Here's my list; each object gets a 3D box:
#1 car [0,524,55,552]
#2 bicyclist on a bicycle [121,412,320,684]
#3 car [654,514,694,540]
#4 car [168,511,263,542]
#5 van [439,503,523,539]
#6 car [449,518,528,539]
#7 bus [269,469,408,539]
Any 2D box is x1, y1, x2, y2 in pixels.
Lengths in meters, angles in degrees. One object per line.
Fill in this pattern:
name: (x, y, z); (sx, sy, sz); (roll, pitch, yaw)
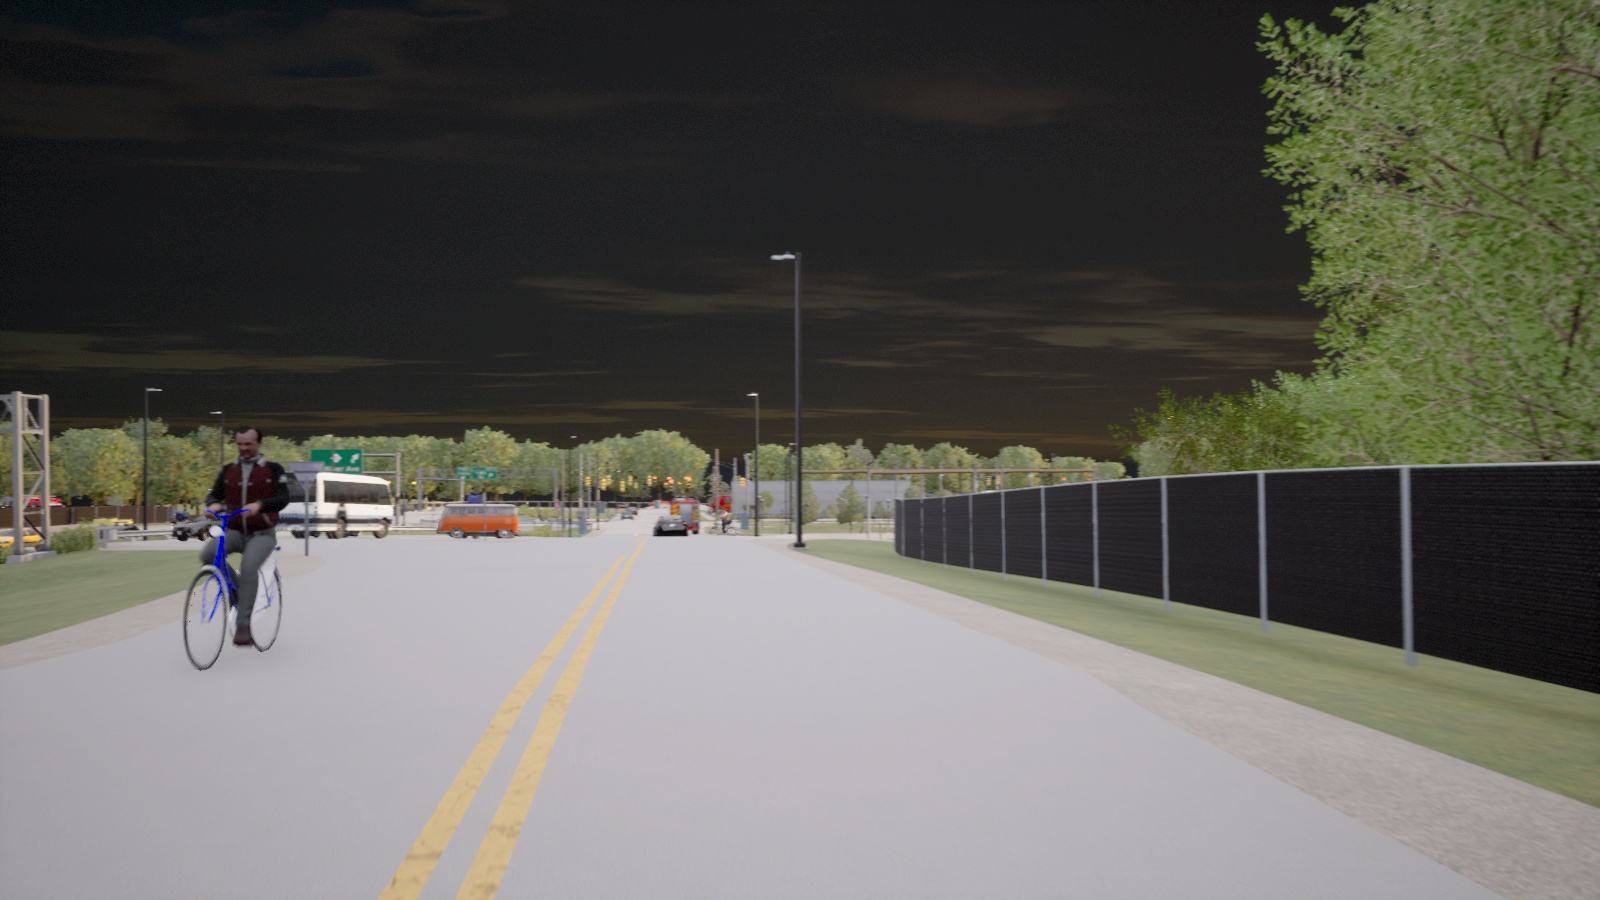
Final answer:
car: (-48.125, 5.393, 77.268); (1.801, 1.575, 5.366); (0, -2, -6)
bicyclist on a bicycle: (-4.159, 0.681, 9.176); (0.659, 1.776, 1.843); (0, -3, -3)
car: (-7.857, 4.802, 77.957); (2.163, 1.488, 4.792); (0, -5, -10)
car: (-29.668, 3.862, 63.910); (1.816, 1.474, 4.193); (-3, -4, 25)
van: (-17.796, 3.976, 70.017); (4.442, 1.987, 1.775); (1, -5, -15)
car: (-23.058, 5.848, 93.043); (2.033, 1.411, 5.357); (0, -4, 43)
bus: (-30.107, 3.646, 82.627); (3.944, 4.253, 10.273); (0, -4, 9)
